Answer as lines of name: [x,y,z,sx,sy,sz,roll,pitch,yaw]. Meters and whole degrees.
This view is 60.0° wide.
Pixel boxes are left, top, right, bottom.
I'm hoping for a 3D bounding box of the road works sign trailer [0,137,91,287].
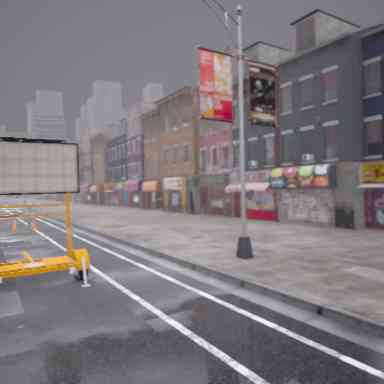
road works sign trailer: [-4.112,0.459,8.407,2.380,3.560,2.880,-2,1,-32]
